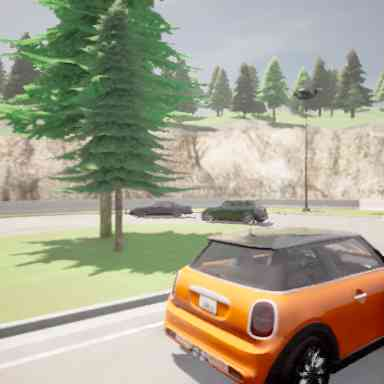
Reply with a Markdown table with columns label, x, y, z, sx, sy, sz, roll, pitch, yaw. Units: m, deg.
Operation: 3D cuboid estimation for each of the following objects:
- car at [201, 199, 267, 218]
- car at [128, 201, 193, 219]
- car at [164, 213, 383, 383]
| label | x | y | z | sx | sy | sz | roll | pitch | yaw |
| --- | --- | --- | --- | --- | --- | --- | --- | --- | --- |
| car | 2.865 | 1.254 | 23.187 | 4.553 | 1.767 | 2.097 | 0 | 1 | 32 |
| car | -2.608 | 1.455 | 27.958 | 5.357 | 1.411 | 2.033 | 0 | 0 | -6 |
| car | 1.899 | 1.324 | 5.155 | 4.553 | 1.767 | 2.097 | 0 | 0 | -36 |
